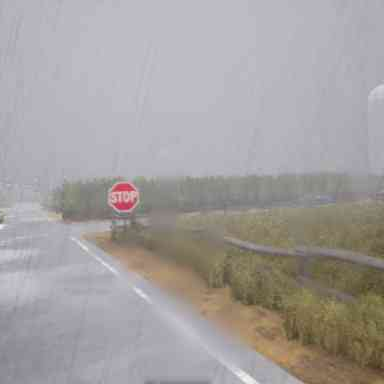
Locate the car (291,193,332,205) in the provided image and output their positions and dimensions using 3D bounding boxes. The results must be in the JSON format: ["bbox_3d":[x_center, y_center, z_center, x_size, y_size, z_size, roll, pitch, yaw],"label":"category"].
[{"bbox_3d":[13.056,0.874,36.306,4.902,1.511,2.128,-3,0,-26],"label":"car"}]

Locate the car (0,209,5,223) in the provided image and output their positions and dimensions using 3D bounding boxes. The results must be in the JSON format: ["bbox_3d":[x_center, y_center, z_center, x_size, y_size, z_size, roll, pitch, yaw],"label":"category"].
[{"bbox_3d":[-20.432,2.412,34.153,1.882,1.535,5.008,-3,0,-26],"label":"car"}]

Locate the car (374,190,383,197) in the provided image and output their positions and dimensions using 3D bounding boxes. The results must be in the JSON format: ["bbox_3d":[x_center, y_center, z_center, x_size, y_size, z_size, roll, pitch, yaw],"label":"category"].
[{"bbox_3d":[22.795,0.381,37.706,4.892,1.490,1.837,-3,0,-28],"label":"car"}]
